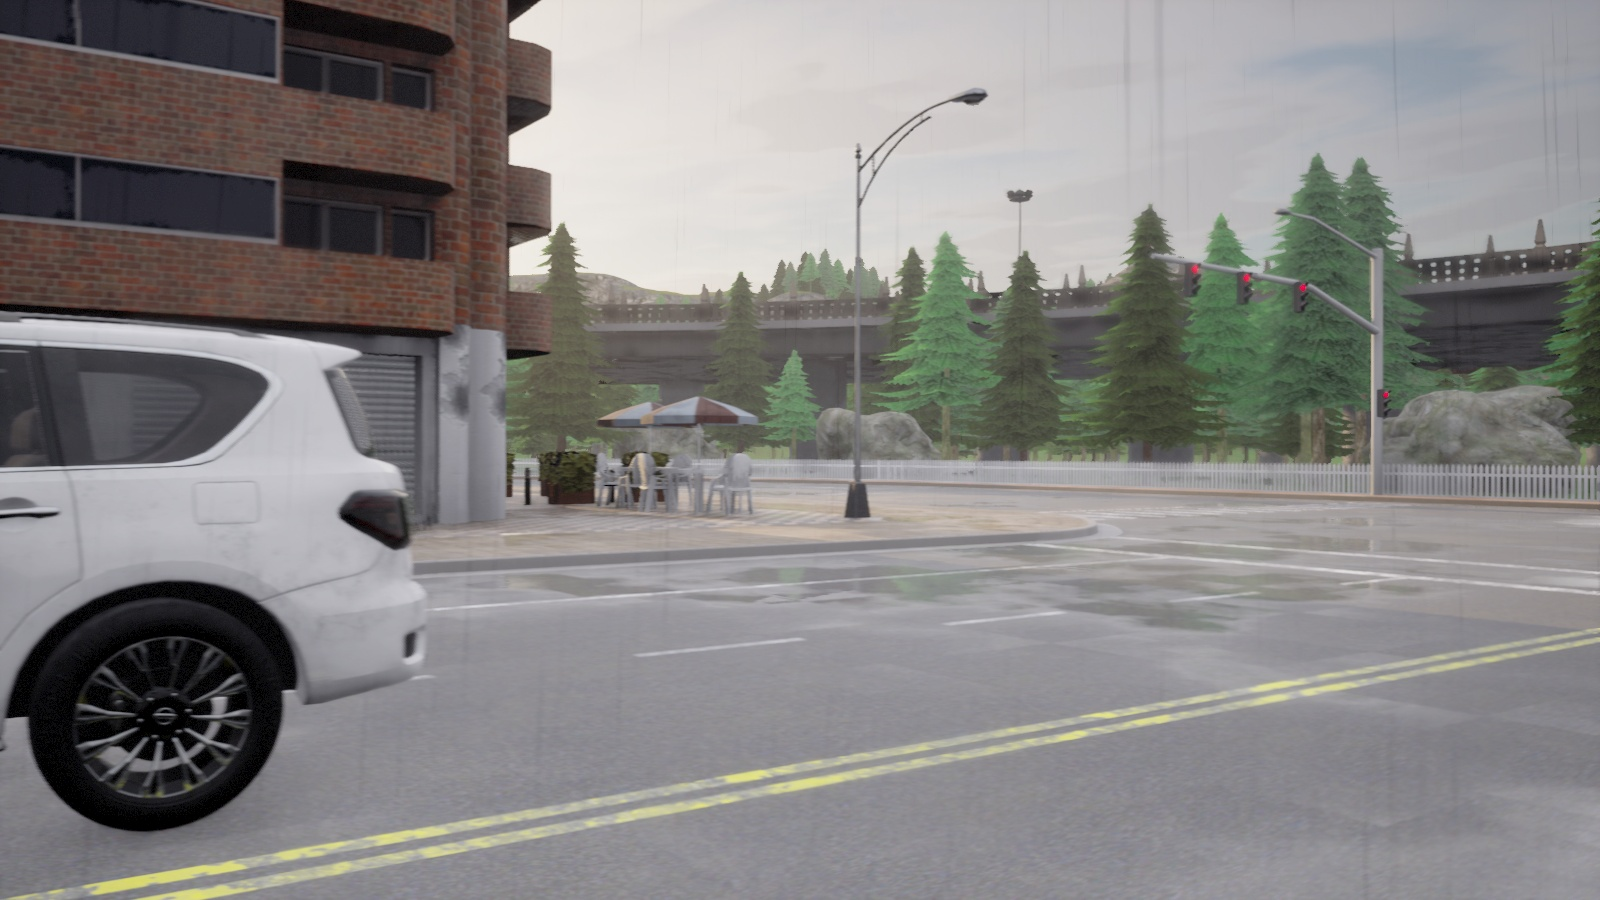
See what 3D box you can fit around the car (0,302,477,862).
[{"bbox_3d":[-4.344,0.485,4.901,5.566,2.045,2.150,0,0,-35],"label":"car"}]
